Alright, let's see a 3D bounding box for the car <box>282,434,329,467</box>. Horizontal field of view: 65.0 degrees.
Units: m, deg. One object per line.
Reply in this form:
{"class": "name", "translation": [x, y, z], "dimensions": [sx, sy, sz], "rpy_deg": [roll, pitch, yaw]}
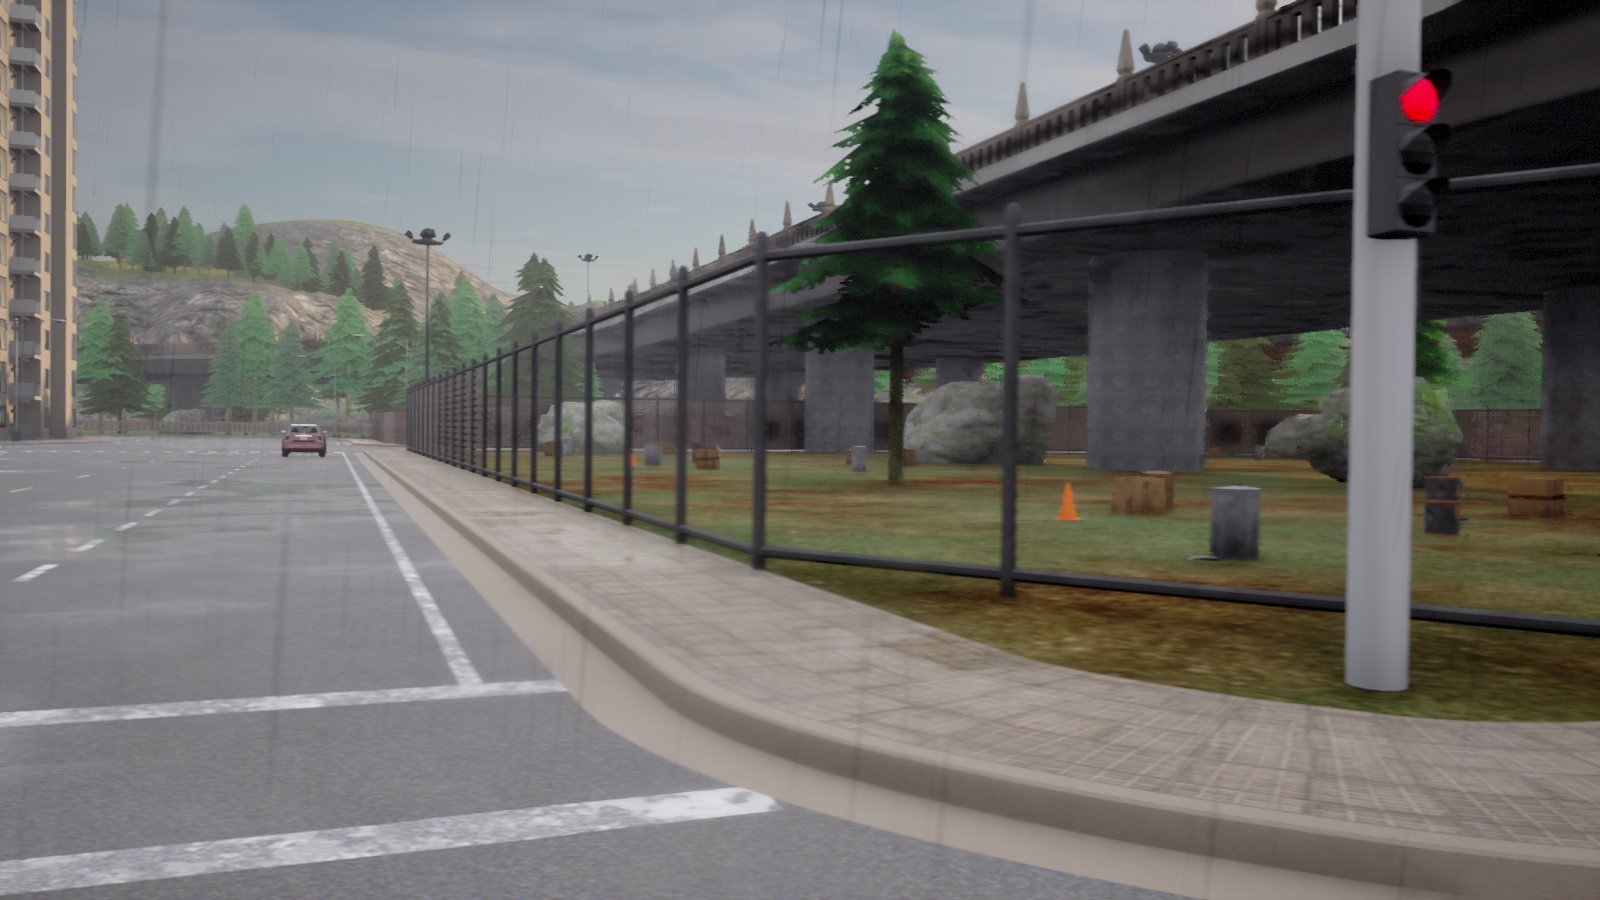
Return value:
{"class": "car", "translation": [-22.927, -0.006, 58.291], "dimensions": [1.970, 1.475, 3.806], "rpy_deg": [-1, 1, -21]}
